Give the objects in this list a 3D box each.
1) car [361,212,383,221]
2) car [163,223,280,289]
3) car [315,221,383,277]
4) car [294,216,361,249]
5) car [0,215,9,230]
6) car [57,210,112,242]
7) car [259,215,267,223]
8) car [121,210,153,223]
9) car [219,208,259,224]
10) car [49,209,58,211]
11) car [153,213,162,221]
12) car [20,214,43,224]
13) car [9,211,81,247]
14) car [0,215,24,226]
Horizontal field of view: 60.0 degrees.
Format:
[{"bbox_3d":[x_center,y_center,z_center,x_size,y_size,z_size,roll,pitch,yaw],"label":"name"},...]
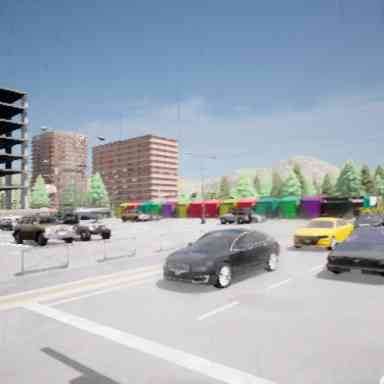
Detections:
[{"bbox_3d":[13.909,2.346,25.569,2.128,1.511,4.902,-3,-3,41],"label":"car"},{"bbox_3d":[1.175,1.977,10.806,1.837,1.490,4.892,-3,-3,40],"label":"car"},{"bbox_3d":[6.394,1.940,11.548,2.033,1.411,5.357,-3,-3,40],"label":"car"},{"bbox_3d":[7.144,2.132,17.781,1.882,1.535,5.008,-3,-3,41],"label":"car"},{"bbox_3d":[-19.062,3.428,35.942,3.806,1.475,1.970,-3,-3,39],"label":"car"},{"bbox_3d":[-7.311,2.346,22.780,3.866,1.878,1.905,-3,-3,39],"label":"car"},{"bbox_3d":[6.993,3.051,40.160,3.806,1.475,1.970,-3,-3,39],"label":"car"},{"bbox_3d":[-8.392,3.539,49.047,4.605,1.855,1.932,-3,-3,39],"label":"car"},{"bbox_3d":[5.138,2.753,37.944,3.866,1.878,1.905,-3,-3,39],"label":"car"},{"bbox_3d":[-23.542,4.103,54.322,4.605,1.855,1.932,-3,-3,39],"label":"car"},{"bbox_3d":[-6.496,3.806,51.231,3.905,1.438,1.784,-3,-3,39],"label":"car"},{"bbox_3d":[-25.204,4.255,52.211,3.905,1.438,1.784,-3,-3,39],"label":"car"},{"bbox_3d":[-9.193,2.286,20.582,4.605,1.855,1.932,-3,-3,39],"label":"car"},{"bbox_3d":[-27.045,4.227,49.976,3.806,1.475,1.970,-3,-3,39],"label":"car"}]
